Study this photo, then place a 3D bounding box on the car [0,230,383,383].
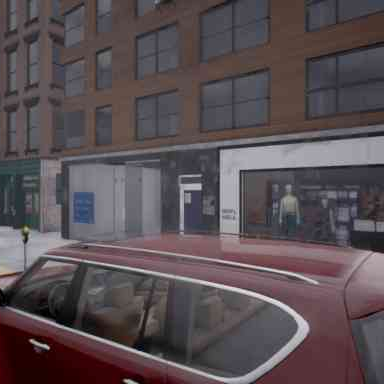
[{"bbox_3d":[-0.490,1.315,3.164,5.009,1.841,2.192,0,0,36],"label":"car"}]
